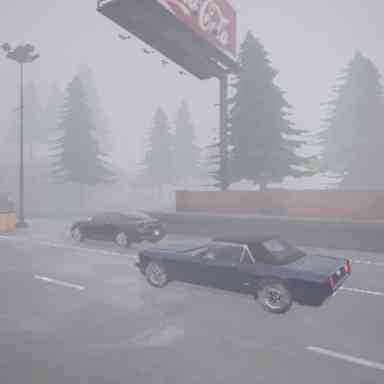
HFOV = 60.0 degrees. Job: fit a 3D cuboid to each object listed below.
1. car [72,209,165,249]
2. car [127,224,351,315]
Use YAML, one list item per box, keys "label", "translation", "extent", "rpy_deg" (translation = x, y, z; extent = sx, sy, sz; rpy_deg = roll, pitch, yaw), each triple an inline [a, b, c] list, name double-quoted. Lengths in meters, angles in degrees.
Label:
- label: "car"
  translation: [-3.434, 1.531, 15.054]
  extent: [5.008, 1.535, 1.882]
  rpy_deg: [0, 0, 36]
- label: "car"
  translation: [0.919, 1.617, 7.632]
  extent: [4.718, 1.301, 1.895]
  rpy_deg: [0, 0, 35]
